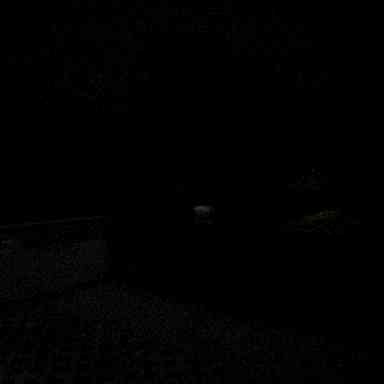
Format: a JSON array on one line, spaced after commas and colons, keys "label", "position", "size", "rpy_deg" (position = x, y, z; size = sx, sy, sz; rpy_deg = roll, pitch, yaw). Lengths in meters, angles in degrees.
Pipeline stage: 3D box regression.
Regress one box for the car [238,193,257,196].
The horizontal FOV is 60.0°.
[{"label": "car", "position": [5.660, 0.781, 34.828], "size": [1.895, 1.301, 4.718], "rpy_deg": [0, 2, 36]}]
